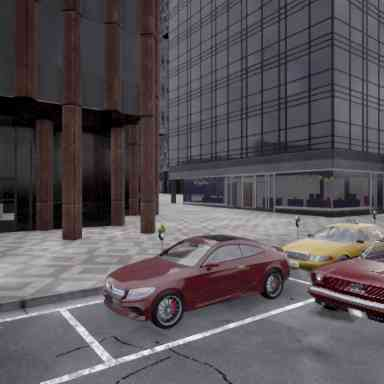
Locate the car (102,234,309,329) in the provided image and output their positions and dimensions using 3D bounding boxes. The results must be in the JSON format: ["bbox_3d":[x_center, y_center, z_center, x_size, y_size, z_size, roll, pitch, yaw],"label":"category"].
[{"bbox_3d":[0.296,1.582,6.875,4.206,1.307,1.802,0,0,-36],"label":"car"}]

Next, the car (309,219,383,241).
[{"bbox_3d":[4.575,1.526,9.948,4.829,1.417,1.752,0,0,-36],"label":"car"}]

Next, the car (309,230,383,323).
[{"bbox_3d":[4.402,1.601,6.546,4.718,1.301,1.895,0,0,-36],"label":"car"}]
